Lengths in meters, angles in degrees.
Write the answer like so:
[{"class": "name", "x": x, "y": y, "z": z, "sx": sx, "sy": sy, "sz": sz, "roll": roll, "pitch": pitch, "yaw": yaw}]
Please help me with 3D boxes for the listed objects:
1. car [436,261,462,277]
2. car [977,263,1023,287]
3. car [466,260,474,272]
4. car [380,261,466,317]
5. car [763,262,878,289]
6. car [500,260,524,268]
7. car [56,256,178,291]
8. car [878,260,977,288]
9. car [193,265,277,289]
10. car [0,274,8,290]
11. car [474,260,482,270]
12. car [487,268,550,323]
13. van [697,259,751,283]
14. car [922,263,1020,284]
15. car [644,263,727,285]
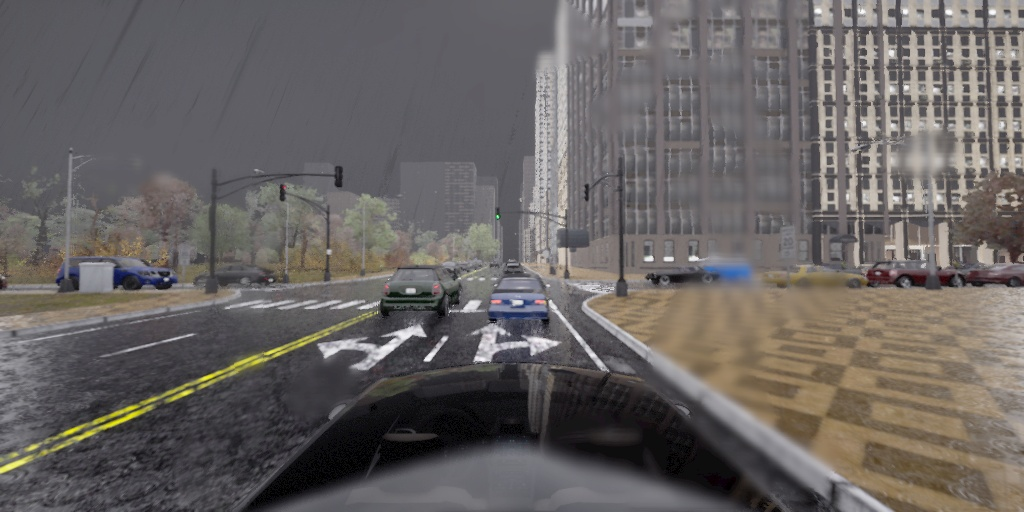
[{"class": "car", "x": -6.595, "y": 1.284, "z": 37.988, "sx": 1.882, "sy": 1.535, "sz": 5.008, "roll": 0, "pitch": 0, "yaw": 0}, {"class": "car", "x": 27.318, "y": 1.073, "z": 19.453, "sx": 4.207, "sy": 1.307, "sz": 1.802, "roll": 0, "pitch": 0, "yaw": -1}, {"class": "car", "x": -6.576, "y": 1.400, "z": 47.206, "sx": 1.994, "sy": 1.385, "sz": 4.181, "roll": 0, "pitch": 0, "yaw": 0}, {"class": "car", "x": -3.153, "y": 1.107, "z": 13.282, "sx": 2.097, "sy": 1.767, "sz": 4.553, "roll": 0, "pitch": 0, "yaw": 0}, {"class": "car", "x": 16.319, "y": 1.073, "z": 19.317, "sx": 4.829, "sy": 1.417, "sz": 1.751, "roll": 0, "pitch": 0, "yaw": -1}, {"class": "car", "x": 0.095, "y": 1.301, "z": 34.380, "sx": 1.837, "sy": 1.490, "sz": 4.892, "roll": 0, "pitch": 0, "yaw": 0}, {"class": "car", "x": -23.149, "y": 1.052, "z": 21.130, "sx": 5.566, "sy": 2.045, "sz": 2.150, "roll": 0, "pitch": -2, "yaw": -1}, {"class": "car", "x": 21.734, "y": 0.959, "z": 19.384, "sx": 4.097, "sy": 1.591, "sz": 1.967, "roll": 0, "pitch": 0, "yaw": -1}, {"class": "car", "x": -18.505, "y": 1.393, "z": 24.038, "sx": 4.892, "sy": 1.490, "sz": 1.837, "roll": 0, "pitch": -2, "yaw": 1}, {"class": "car", "x": -32.928, "y": 1.240, "z": 21.046, "sx": 4.553, "sy": 1.767, "sz": 2.097, "roll": 0, "pitch": -2, "yaw": 0}, {"class": "car", "x": -6.508, "y": 1.372, "z": 57.404, "sx": 2.128, "sy": 1.511, "sz": 4.902, "roll": 0, "pitch": 0, "yaw": 0}, {"class": "car", "x": 0.320, "y": 1.301, "z": 12.152, "sx": 2.033, "sy": 1.411, "sz": 5.357, "roll": 0, "pitch": 0, "yaw": 4}, {"class": "van", "x": 15.938, "y": 1.118, "z": 27.335, "sx": 3.998, "sy": 1.789, "sz": 1.690, "roll": 0, "pitch": 0, "yaw": -1}, {"class": "car", "x": 31.747, "y": 1.189, "z": 24.920, "sx": 4.181, "sy": 1.385, "sz": 1.994, "roll": 0, "pitch": -2, "yaw": 1}, {"class": "car", "x": 11.706, "y": 1.326, "z": 24.702, "sx": 4.718, "sy": 1.301, "sz": 1.895, "roll": 0, "pitch": -2, "yaw": 0}]
